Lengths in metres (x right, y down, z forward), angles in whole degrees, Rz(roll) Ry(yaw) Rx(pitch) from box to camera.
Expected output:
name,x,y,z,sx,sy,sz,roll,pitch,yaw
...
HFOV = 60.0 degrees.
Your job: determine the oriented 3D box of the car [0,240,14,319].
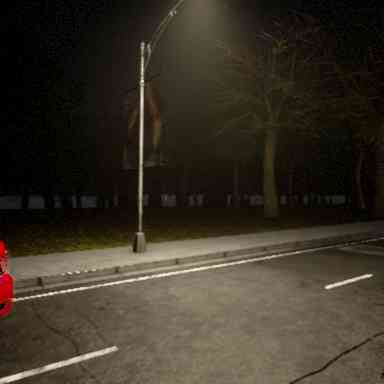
name,x,y,z,sx,sy,sz,roll,pitch,yaw
car,-5.253,1.222,3.929,5.566,2.045,2.150,0,0,-35
